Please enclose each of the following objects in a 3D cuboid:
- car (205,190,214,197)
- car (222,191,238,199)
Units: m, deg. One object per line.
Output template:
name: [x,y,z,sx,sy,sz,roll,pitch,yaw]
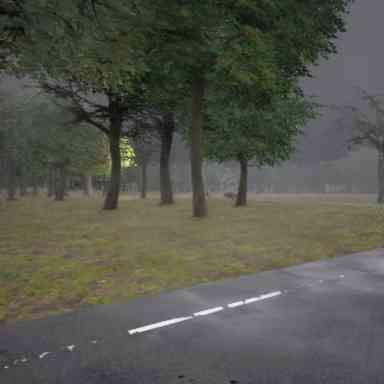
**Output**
car: [2.962,0.368,75.123,1.882,1.535,5.008,2,-1,-36]
car: [8.143,0.588,67.964,2.128,1.511,4.902,2,-1,-35]
